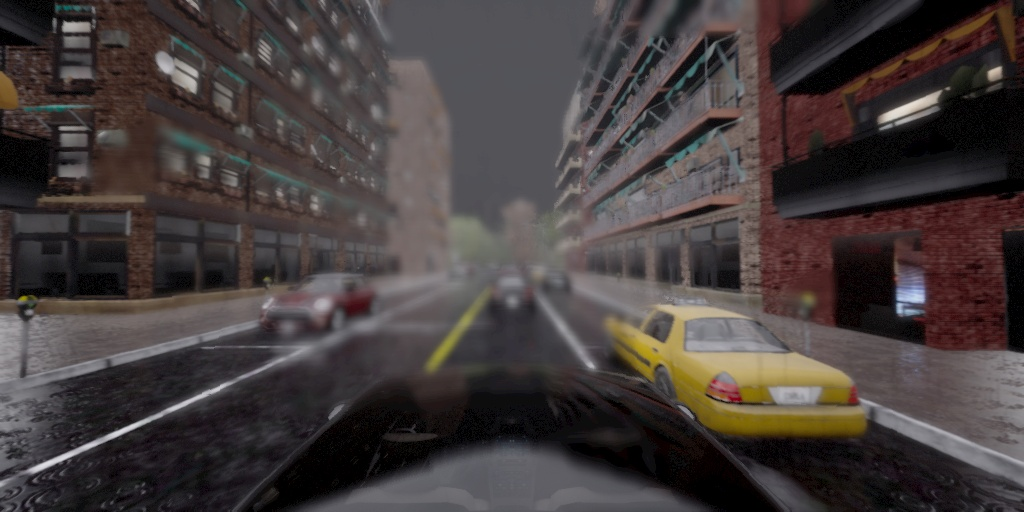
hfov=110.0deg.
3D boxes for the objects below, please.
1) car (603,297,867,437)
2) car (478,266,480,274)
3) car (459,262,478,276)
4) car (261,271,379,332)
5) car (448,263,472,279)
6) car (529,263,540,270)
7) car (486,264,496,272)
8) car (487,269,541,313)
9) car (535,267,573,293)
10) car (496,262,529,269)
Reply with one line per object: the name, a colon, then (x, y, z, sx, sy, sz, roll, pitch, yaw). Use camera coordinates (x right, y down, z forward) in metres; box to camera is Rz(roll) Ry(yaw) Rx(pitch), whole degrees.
car: (2.698, 1.326, 5.725, 1.751, 1.417, 4.829, 0, 0, 0)
car: (-5.844, 1.954, 50.125, 1.948, 1.339, 4.313, 0, 0, 0)
car: (-5.841, 1.629, 44.556, 2.192, 1.841, 5.009, 0, 0, 0)
car: (-5.713, 1.313, 11.150, 1.967, 1.591, 4.097, 0, 0, 0)
car: (-5.838, 1.791, 38.989, 2.007, 1.370, 4.403, 0, 0, 0)
car: (2.812, 1.693, 33.563, 1.751, 1.417, 4.829, 0, 0, 0)
car: (-3.075, 2.000, 57.969, 1.837, 1.490, 4.892, 0, -1, 1)
car: (0.044, 1.448, 14.848, 1.812, 1.442, 4.674, 0, -1, 0)
car: (2.752, 1.594, 22.899, 1.948, 1.339, 4.313, 0, 0, 0)
car: (0.032, 1.462, 29.110, 2.097, 1.767, 4.553, 0, -1, 1)
